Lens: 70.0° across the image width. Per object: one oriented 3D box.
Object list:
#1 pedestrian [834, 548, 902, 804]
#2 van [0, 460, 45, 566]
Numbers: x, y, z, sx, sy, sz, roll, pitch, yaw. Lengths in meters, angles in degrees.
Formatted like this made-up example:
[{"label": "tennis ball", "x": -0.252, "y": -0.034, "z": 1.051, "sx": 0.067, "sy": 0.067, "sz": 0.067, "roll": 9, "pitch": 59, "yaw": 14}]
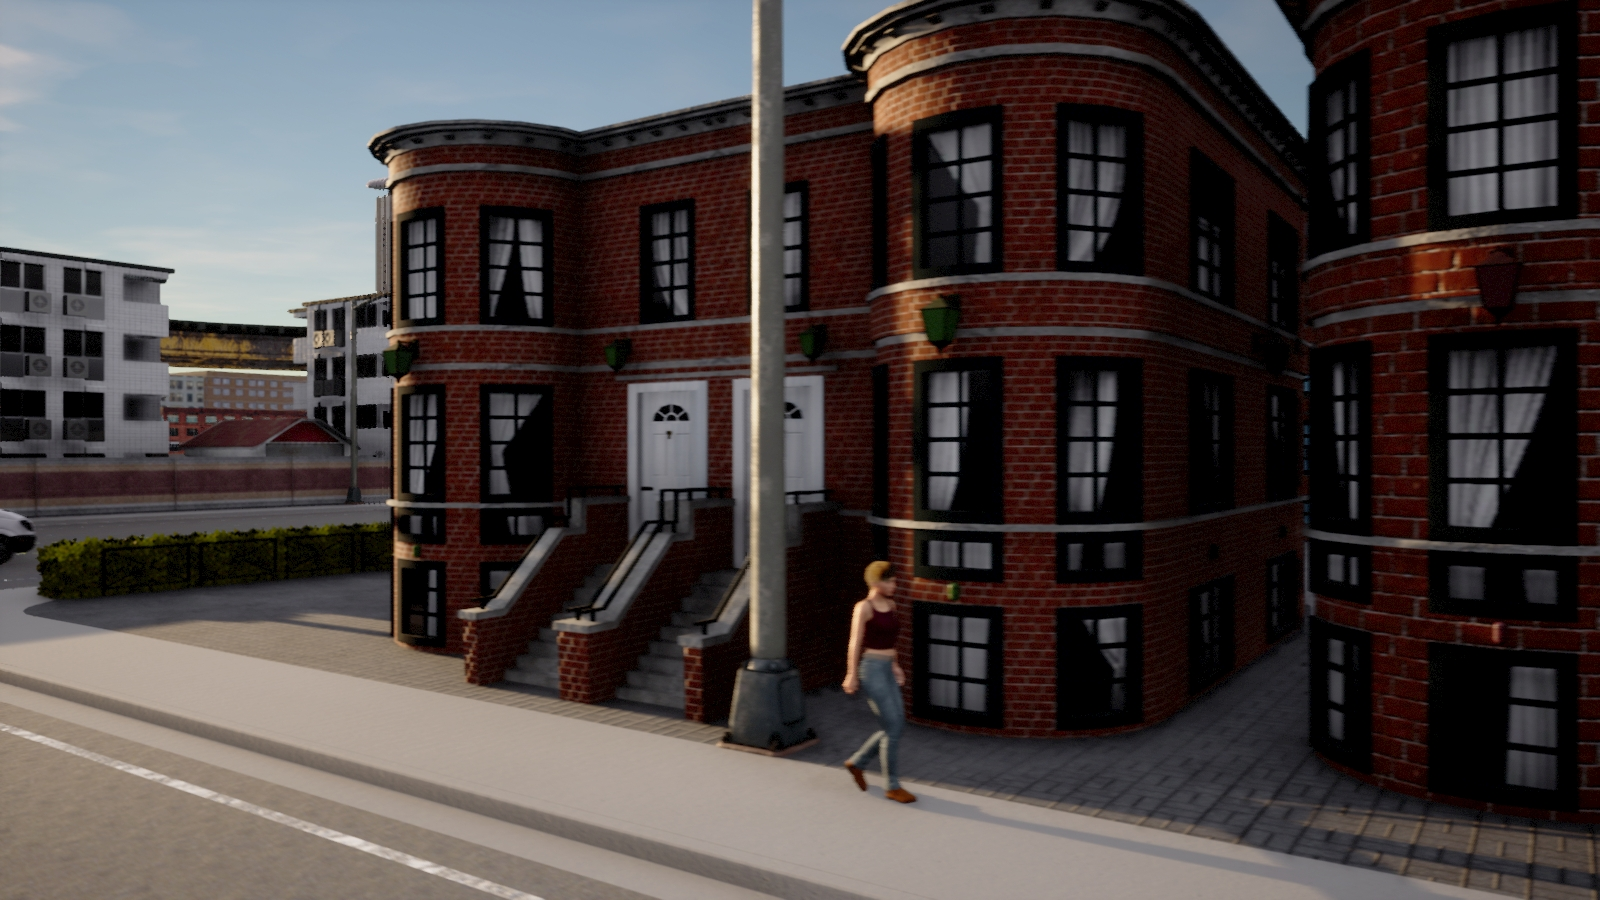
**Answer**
[{"label": "pedestrian", "x": 0.522, "y": 1.702, "z": 8.750, "sx": 0.375, "sy": 1.860, "sz": 0.375, "roll": 0, "pitch": 0, "yaw": 35}, {"label": "van", "x": -21.697, "y": 1.557, "z": 27.186, "sx": 1.988, "sy": 2.561, "sz": 5.915, "roll": 0, "pitch": 0, "yaw": 40}]
